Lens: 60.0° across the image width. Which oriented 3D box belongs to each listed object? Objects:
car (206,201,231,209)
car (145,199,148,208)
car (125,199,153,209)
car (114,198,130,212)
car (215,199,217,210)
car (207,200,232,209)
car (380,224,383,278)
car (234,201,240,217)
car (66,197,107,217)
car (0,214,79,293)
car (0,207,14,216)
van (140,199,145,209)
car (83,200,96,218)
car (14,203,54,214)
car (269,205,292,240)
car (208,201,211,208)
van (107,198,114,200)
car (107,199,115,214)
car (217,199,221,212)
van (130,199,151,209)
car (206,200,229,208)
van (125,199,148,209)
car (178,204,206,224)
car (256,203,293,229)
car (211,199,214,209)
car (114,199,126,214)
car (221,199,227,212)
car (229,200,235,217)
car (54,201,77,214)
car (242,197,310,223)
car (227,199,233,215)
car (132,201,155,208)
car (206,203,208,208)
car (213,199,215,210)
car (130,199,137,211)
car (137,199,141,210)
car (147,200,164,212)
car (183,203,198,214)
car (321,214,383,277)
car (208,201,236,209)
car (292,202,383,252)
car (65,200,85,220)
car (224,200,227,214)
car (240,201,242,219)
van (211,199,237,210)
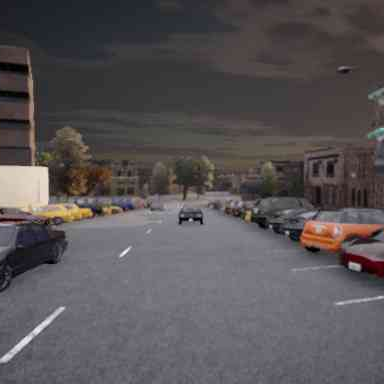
[{"bbox_3d":[5.678,2.770,70.928,4.792,1.488,2.163,1,-2,-21],"label":"car"},{"bbox_3d":[-11.606,2.540,65.852,4.553,1.767,2.185,0,-1,-19],"label":"car"},{"bbox_3d":[-11.533,2.570,71.860,5.566,2.045,2.435,0,-2,-19],"label":"car"},{"bbox_3d":[-11.742,1.865,44.786,5.566,2.045,2.435,0,-1,-21],"label":"car"},{"bbox_3d":[6.092,2.061,44.472,4.892,1.521,2.231,1,-2,-21],"label":"car"},{"bbox_3d":[5.682,2.538,67.963,4.553,1.767,2.185,1,-2,-21],"label":"car"},{"bbox_3d":[6.412,1.475,6.334,5.008,1.535,2.097,1,0,-20],"label":"car"},{"bbox_3d":[6.297,1.670,26.870,5.008,1.535,2.097,1,-1,-20],"label":"car"},{"bbox_3d":[-11.605,1.571,32.810,5.566,2.045,2.435,0,-1,-20],"label":"car"},{"bbox_3d":[-5.118,1.560,9.102,2.033,1.411,5.357,0,0,0],"label":"car"},{"bbox_3d":[-11.270,1.546,14.935,5.366,1.575,1.946,-1,-1,-20],"label":"car"},{"bbox_3d":[-11.783,2.362,62.801,4.442,1.987,1.878,0,-1,-19],"label":"van"},{"bbox_3d":[-11.724,1.759,29.760,5.366,1.575,1.946,0,-1,-20],"label":"car"},{"bbox_3d":[-11.450,1.646,20.864,4.792,1.488,2.163,-1,-1,-20],"label":"car"},{"bbox_3d":[6.365,1.524,15.133,4.892,1.521,2.231,1,-1,-20],"label":"car"},{"bbox_3d":[5.933,2.362,56.207,5.008,1.535,2.097,1,-1,-21],"label":"car"},{"bbox_3d":[-11.754,1.736,38.765,4.442,1.987,1.878,0,-1,-21],"label":"van"},{"bbox_3d":[-11.434,1.885,35.874,5.366,1.575,1.946,0,-2,-20],"label":"car"},{"bbox_3d":[6.131,1.984,41.536,5.008,1.535,2.097,1,-2,-21],"label":"car"},{"bbox_3d":[-11.628,2.674,74.802,4.442,1.987,1.878,0,-1,-19],"label":"van"},{"bbox_3d":[5.562,2.690,73.860,4.553,1.767,2.185,1,-2,-21],"label":"car"},{"bbox_3d":[-11.490,2.517,68.890,4.442,1.987,1.878,0,-2,-19],"label":"van"},{"bbox_3d":[-0.080,1.798,26.567,1.895,1.301,4.718,0,-1,0],"label":"car"},{"bbox_3d":[6.349,1.550,18.071,4.892,1.521,2.231,1,-1,-20],"label":"car"},{"bbox_3d":[6.025,2.211,50.337,5.008,1.535,2.097,1,-1,-21],"label":"car"},{"bbox_3d":[-11.505,2.035,41.864,5.366,1.575,1.946,0,-2,-21],"label":"car"},{"bbox_3d":[6.144,1.786,38.598,4.553,1.767,2.185,1,-2,-21],"label":"car"},{"bbox_3d":[6.258,1.720,29.801,5.008,1.535,2.097,1,-1,-20],"label":"car"},{"bbox_3d":[-11.327,1.652,23.907,5.366,1.575,1.946,-1,-1,-20],"label":"car"},{"bbox_3d":[6.365,1.334,21.021,5.566,2.045,2.435,1,-1,-20],"label":"car"},{"bbox_3d":[6.208,1.653,32.734,4.553,1.767,2.185,1,-2,-20],"label":"car"},{"bbox_3d":[-11.470,2.977,77.834,5.008,1.535,2.097,0,-1,-19],"label":"car"},{"bbox_3d":[5.701,2.431,59.075,5.366,1.575,1.946,1,-1,-21],"label":"car"},{"bbox_3d":[6.055,2.137,47.403,4.892,1.521,2.231,1,-2,-21],"label":"car"},{"bbox_3d":[-11.774,2.022,50.803,5.566,2.045,2.435,0,-1,-20],"label":"car"},{"bbox_3d":[-11.734,2.432,56.830,4.892,1.521,2.231,0,-2,-20],"label":"car"},{"bbox_3d":[-5.449,2.304,52.020,1.837,1.490,4.892,0,-2,0],"label":"car"},{"bbox_3d":[-0.226,2.176,43.654,1.895,1.301,4.718,0,-1,-1],"label":"car"},{"bbox_3d":[6.369,1.515,9.251,4.792,1.488,2.163,1,0,-20],"label":"car"},{"bbox_3d":[5.775,2.588,65.018,5.008,1.535,2.097,1,-1,-21],"label":"car"},{"bbox_3d":[6.355,1.374,12.195,4.553,1.767,2.185,1,-1,-20],"label":"car"},{"bbox_3d":[-11.696,1.705,26.769,5.366,1.575,1.946,0,-1,-20],"label":"car"},{"bbox_3d":[6.210,1.882,35.662,4.674,1.452,2.002,1,-1,-21],"label":"car"},{"bbox_3d":[6.488,1.623,23.999,5.366,1.575,1.946,1,-1,-20],"label":"car"},{"bbox_3d":[5.935,2.290,62.126,4.442,1.987,1.878,1,-2,-21],"label":"van"}]
